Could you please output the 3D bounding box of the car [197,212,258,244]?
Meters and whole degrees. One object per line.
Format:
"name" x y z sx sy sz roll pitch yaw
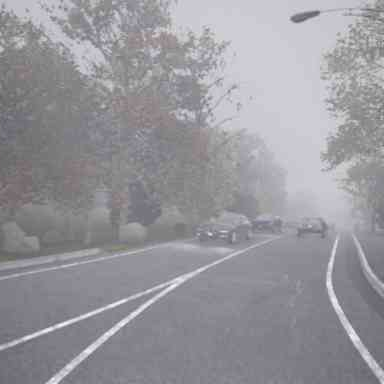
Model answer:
"car" 1.900 1.898 18.094 1.837 1.490 4.892 1 -3 25

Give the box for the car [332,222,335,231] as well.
"car" 19.075 4.787 46.954 1.895 1.301 4.718 1 -5 25

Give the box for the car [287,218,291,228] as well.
"car" 11.541 3.766 39.139 1.994 1.385 4.181 1 -5 25

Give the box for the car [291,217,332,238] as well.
"car" 8.971 2.562 24.623 2.033 1.411 5.357 1 -4 25

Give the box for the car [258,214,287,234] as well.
"car" 6.232 2.551 27.523 1.882 1.535 5.008 1 -4 25
